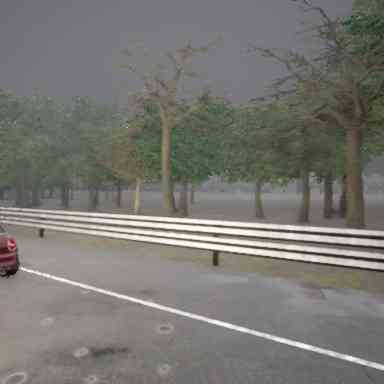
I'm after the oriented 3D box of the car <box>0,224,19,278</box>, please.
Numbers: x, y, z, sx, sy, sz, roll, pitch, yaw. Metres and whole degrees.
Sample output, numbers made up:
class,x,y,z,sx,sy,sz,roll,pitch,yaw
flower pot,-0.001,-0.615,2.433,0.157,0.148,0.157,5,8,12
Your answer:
class,x,y,z,sx,sy,sz,roll,pitch,yaw
car,-6.657,1.342,8.983,4.553,1.767,2.097,0,0,37
